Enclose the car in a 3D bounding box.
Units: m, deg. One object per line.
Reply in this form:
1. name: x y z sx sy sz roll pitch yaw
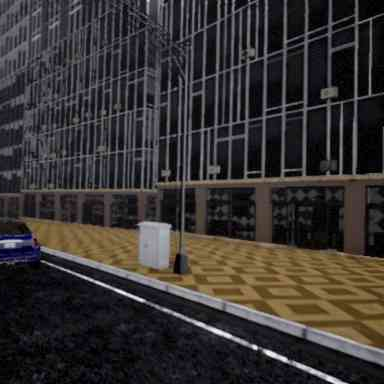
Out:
1. car: -7.263 1.771 12.218 2.097 1.767 4.553 3 -3 -43
